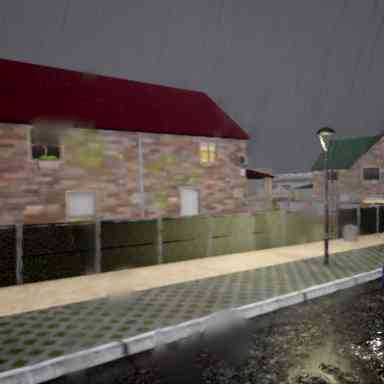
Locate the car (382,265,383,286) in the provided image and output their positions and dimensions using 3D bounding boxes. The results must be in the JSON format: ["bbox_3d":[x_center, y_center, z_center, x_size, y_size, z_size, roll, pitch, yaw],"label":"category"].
[{"bbox_3d":[6.223,1.471,7.517,5.008,1.535,1.882,0,0,-36],"label":"car"}]
